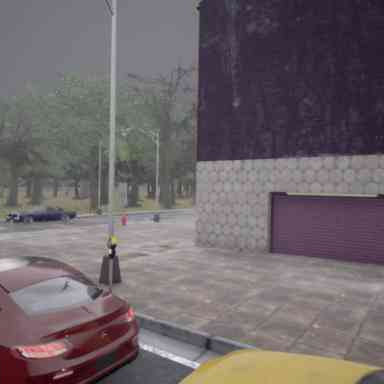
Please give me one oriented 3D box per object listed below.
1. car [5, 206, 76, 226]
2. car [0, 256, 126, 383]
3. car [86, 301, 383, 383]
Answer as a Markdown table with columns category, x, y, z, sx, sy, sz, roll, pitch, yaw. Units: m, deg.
| category | x | y | z | sx | sy | sz | roll | pitch | yaw |
| --- | --- | --- | --- | --- | --- | --- | --- | --- | --- |
| car | -11.215 | 1.710 | 24.901 | 1.895 | 1.301 | 4.718 | 2 | 0 | 35 |
| car | -2.562 | 1.581 | 4.622 | 4.206 | 1.307 | 1.802 | 0 | 1 | 36 |
| car | 1.801 | 1.526 | 1.504 | 4.829 | 1.417 | 1.752 | 0 | 1 | 36 |
